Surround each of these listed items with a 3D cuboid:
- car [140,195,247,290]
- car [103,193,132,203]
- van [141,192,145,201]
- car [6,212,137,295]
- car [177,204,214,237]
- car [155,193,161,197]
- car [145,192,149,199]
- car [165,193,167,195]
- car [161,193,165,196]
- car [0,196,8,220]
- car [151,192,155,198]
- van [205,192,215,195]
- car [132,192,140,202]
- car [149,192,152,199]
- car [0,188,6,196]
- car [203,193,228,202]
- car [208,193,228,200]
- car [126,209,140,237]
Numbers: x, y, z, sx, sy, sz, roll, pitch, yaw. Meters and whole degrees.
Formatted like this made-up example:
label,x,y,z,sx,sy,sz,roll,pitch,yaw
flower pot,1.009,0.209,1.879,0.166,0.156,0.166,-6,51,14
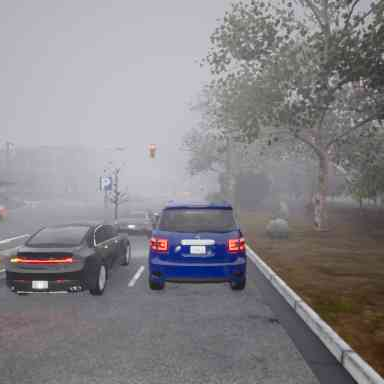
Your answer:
label,x,y,z,sx,sy,sz,roll,pitch,yaw
car,0.127,1.233,9.226,2.150,2.045,5.566,0,0,0
car,-14.338,1.358,62.980,4.792,1.488,2.163,-1,0,-15
van,-13.119,1.093,71.962,4.442,1.987,1.878,-1,0,-14
car,-2.876,1.515,8.741,1.837,1.490,4.892,0,0,0
car,0.204,1.531,19.084,1.837,1.490,4.892,0,0,0
car,-11.306,1.357,86.909,4.674,1.452,2.002,-1,0,-12
car,-12.886,1.322,74.933,4.892,1.521,2.231,-1,0,-13
car,-10.424,1.316,92.892,5.008,1.535,2.097,-1,0,-11
car,-10.851,1.065,89.914,5.566,2.045,2.435,-1,0,-12
car,-16.585,1.404,25.177,4.553,1.767,2.185,-1,0,-19
car,-12.132,1.359,80.928,4.674,1.452,2.002,-1,0,-13
van,4.394,1.043,65.543,4.442,1.987,1.878,1,0,-14
car,-13.688,1.315,65.971,5.366,1.575,1.946,-1,0,-15
car,-12.508,1.359,77.927,4.674,1.452,2.002,-1,0,-13
car,-31.074,0.137,53.876,2.002,1.452,4.674,6,-3,-19
car,4.782,1.142,68.512,4.553,1.767,2.185,1,0,-14
car,6.598,1.129,83.208,4.553,1.767,2.185,1,0,-12
car,-2.814,1.589,17.627,1.994,1.385,4.181,0,0,1
